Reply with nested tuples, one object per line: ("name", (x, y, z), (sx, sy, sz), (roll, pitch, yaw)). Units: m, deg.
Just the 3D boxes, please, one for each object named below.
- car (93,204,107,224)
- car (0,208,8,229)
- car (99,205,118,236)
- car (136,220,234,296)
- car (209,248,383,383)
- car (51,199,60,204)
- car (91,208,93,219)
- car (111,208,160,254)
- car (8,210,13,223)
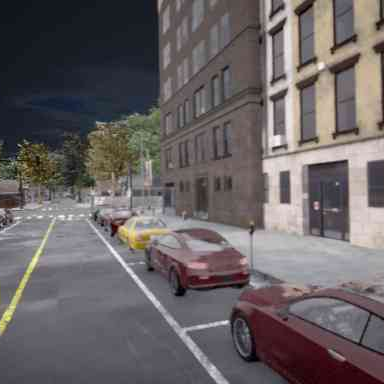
("car", (-5.875, 1.724, 24.041), (1.802, 1.307, 4.206), (-1, 0, -21))
("car", (-13.387, 1.729, 21.213), (1.967, 1.590, 4.097), (-1, 0, -21))
("car", (-3.933, 1.641, 18.876), (1.887, 1.381, 4.507), (-1, 0, -21))
("car", (-0.046, 1.589, 8.547), (1.802, 1.307, 4.206), (-1, 0, -21))
("car", (1.898, 1.547, 3.383), (1.802, 1.307, 4.206), (-1, 0, -21))
("car", (-35.045, 2.397, 85.329), (2.033, 1.411, 5.357), (-1, 0, -21))
("car", (-7.818, 1.753, 29.206), (1.947, 1.339, 4.313), (-1, 0, -21))
("car", (-2.050, 1.578, 13.871), (1.752, 1.417, 4.829), (-1, 0, -21))
("car", (-15.327, 1.917, 26.378), (1.802, 1.307, 4.206), (-1, 0, -21))
